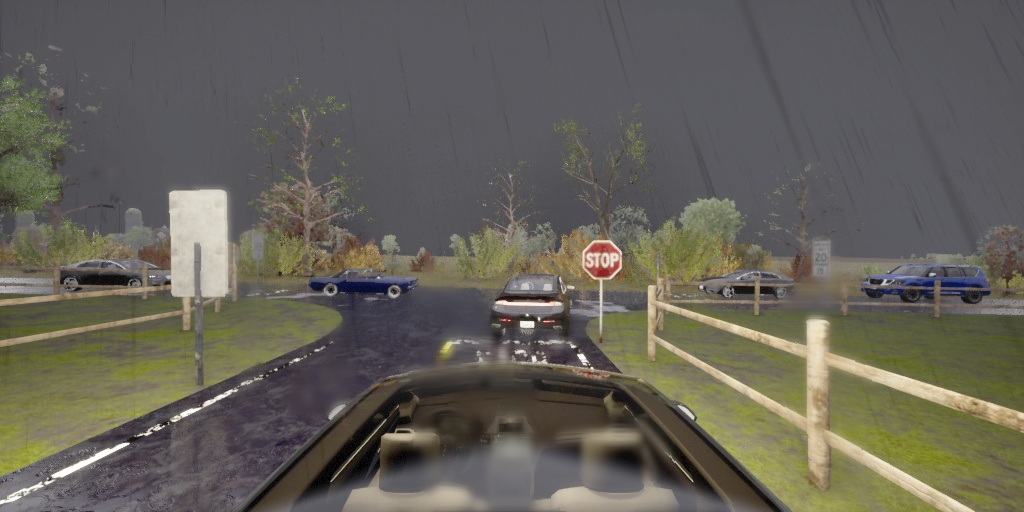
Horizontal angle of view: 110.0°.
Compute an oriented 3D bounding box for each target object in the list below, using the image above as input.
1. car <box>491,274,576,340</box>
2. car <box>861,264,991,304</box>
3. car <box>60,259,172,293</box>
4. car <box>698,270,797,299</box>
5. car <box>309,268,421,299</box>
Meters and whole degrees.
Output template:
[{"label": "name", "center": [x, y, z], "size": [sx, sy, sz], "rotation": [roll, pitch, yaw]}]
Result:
[{"label": "car", "center": [0.707, 1.240, 10.006], "size": [2.128, 1.511, 4.902], "rotation": [0, 0, 9]}, {"label": "car", "center": [22.900, 1.466, 19.954], "size": [5.566, 2.045, 2.150], "rotation": [1, 1, 0]}, {"label": "car", "center": [-18.490, 0.885, 17.054], "size": [4.902, 1.511, 2.128], "rotation": [1, 1, 0]}, {"label": "car", "center": [13.004, 1.525, 19.965], "size": [4.902, 1.511, 2.128], "rotation": [1, 1, 0]}, {"label": "car", "center": [-6.822, 1.248, 17.037], "size": [4.718, 1.301, 1.895], "rotation": [1, 1, 0]}]
